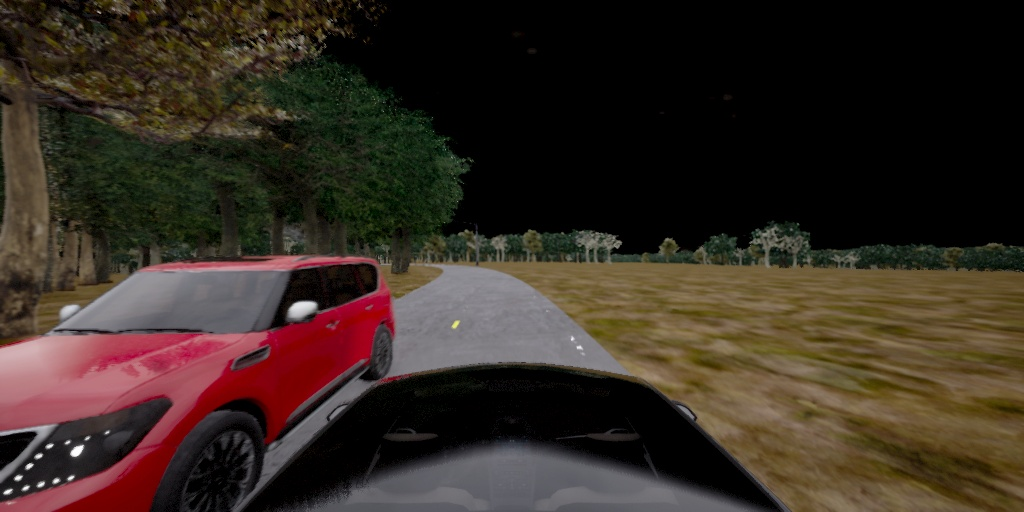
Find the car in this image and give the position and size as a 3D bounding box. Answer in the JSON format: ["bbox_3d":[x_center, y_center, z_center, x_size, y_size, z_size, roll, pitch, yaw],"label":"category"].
[{"bbox_3d":[-3.122,1.010,4.268,2.150,2.045,5.566,-1,0,-1],"label":"car"}]
